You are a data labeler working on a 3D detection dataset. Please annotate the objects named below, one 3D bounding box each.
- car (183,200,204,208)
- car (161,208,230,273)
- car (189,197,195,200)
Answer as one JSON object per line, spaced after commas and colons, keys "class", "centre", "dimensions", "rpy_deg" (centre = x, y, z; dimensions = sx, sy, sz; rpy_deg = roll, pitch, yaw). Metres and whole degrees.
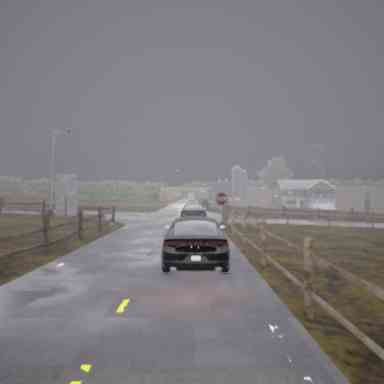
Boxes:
{"class": "car", "centre": [0.101, 1.605, 25.137], "dimensions": [1.882, 1.535, 5.008], "rpy_deg": [0, 0, 0]}
{"class": "car", "centre": [0.100, 1.529, 10.902], "dimensions": [1.882, 1.535, 5.008], "rpy_deg": [0, 0, 0]}
{"class": "car", "centre": [-0.003, 2.148, 89.533], "dimensions": [2.128, 1.511, 4.902], "rpy_deg": [0, 0, 0]}
